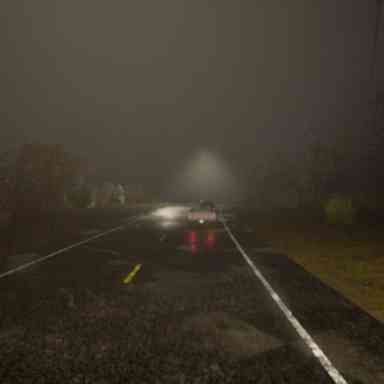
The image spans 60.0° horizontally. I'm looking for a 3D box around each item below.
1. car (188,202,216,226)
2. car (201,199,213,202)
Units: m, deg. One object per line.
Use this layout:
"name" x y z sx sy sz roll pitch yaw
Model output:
"car" 0.750 1.674 24.365 1.895 1.301 4.718 0 0 3
"car" 1.947 1.613 41.837 2.128 1.511 4.902 0 0 5
